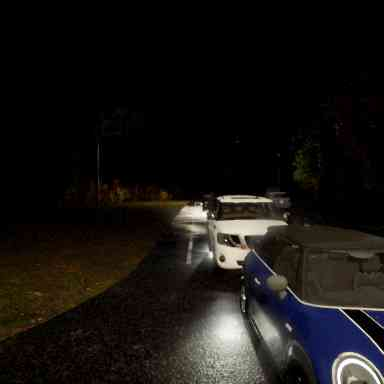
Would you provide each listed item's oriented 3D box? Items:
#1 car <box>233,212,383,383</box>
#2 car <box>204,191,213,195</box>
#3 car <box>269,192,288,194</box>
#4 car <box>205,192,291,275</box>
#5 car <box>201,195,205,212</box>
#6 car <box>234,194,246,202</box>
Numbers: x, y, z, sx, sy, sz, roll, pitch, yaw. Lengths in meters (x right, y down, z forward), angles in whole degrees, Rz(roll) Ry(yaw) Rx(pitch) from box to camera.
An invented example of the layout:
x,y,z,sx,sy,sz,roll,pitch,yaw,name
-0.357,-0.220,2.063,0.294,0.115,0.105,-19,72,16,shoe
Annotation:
x,y,z,sx,sy,sz,roll,pitch,yaw,name
1.934,1.338,4.198,2.097,1.767,4.553,0,0,-1,car
2.737,1.156,61.603,1.882,1.535,5.008,0,0,4,car
9.035,1.040,36.033,2.150,2.045,5.566,0,0,1,car
1.666,1.160,10.542,2.150,2.045,5.566,0,0,1,car
2.031,1.320,35.501,1.837,1.490,4.892,0,0,1,car
9.476,1.135,65.894,1.882,1.535,5.008,0,0,1,car
